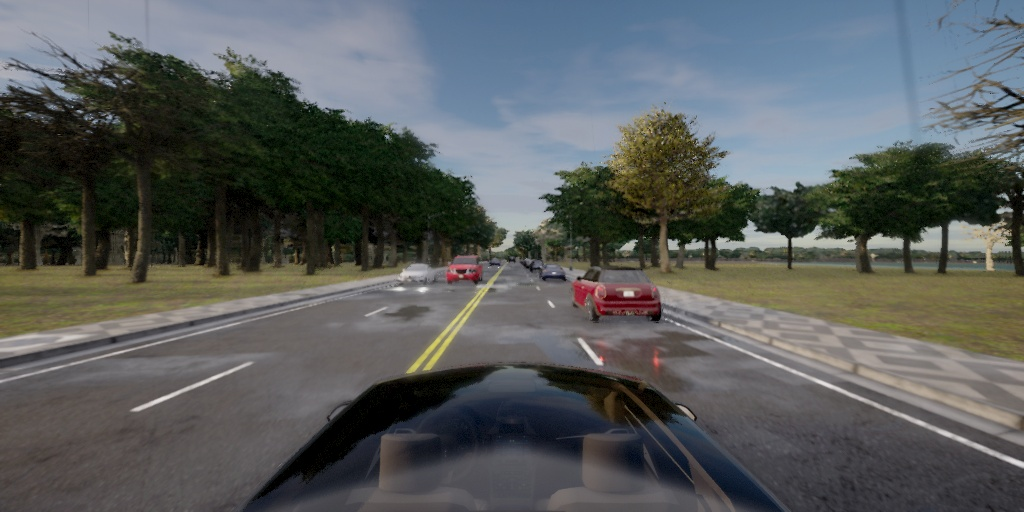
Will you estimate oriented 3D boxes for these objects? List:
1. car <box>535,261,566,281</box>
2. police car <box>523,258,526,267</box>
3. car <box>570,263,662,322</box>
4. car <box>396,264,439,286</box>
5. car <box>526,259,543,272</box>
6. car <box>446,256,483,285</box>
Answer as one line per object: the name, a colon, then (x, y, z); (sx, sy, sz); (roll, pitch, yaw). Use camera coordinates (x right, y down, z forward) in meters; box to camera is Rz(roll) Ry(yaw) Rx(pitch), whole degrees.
car: (3.352, 1.332, 30.383); (1.994, 1.385, 4.181); (0, 0, 0)
police car: (3.253, 1.315, 57.270); (2.038, 1.542, 4.974); (0, 0, 0)
car: (3.351, 1.106, 12.414); (2.097, 1.767, 4.553); (0, 0, 0)
car: (-6.596, 1.288, 25.421); (1.812, 1.442, 4.674); (0, 0, 0)
car: (3.252, 1.218, 46.270); (2.033, 1.649, 4.856); (0, 0, 0)
car: (-3.345, 0.986, 26.330); (2.150, 2.045, 5.566); (0, 0, 0)
